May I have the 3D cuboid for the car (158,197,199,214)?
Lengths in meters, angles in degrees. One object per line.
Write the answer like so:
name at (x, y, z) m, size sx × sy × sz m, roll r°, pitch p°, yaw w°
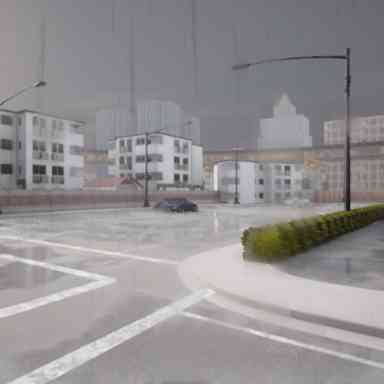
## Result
car at (-1.111, 1.571, 34.932) m, size 1.994 × 1.385 × 4.181 m, roll 0°, pitch 0°, yaw 38°

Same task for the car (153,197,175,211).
car at (-2.425, 1.360, 38.899) m, size 2.097 × 1.767 × 4.553 m, roll 0°, pitch 0°, yaw 39°

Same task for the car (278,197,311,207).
car at (15.795, 1.531, 50.259) m, size 4.674 × 1.442 × 1.812 m, roll 0°, pitch 0°, yaw -23°
